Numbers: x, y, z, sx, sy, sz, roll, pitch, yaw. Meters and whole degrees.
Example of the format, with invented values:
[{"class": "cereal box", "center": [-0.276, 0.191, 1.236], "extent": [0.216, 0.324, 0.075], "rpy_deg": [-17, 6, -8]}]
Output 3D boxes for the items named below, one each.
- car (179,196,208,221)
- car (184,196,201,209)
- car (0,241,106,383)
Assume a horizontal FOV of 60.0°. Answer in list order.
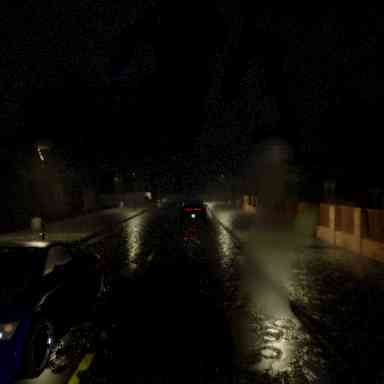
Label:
[{"class": "car", "center": [0.085, 1.313, 24.695], "extent": [1.837, 1.490, 4.892], "rpy_deg": [0, 1, 0]}, {"class": "car", "center": [0.075, 1.213, 41.599], "extent": [2.033, 1.411, 5.357], "rpy_deg": [0, 1, 0]}, {"class": "car", "center": [-2.800, 1.525, 5.312], "extent": [1.994, 1.385, 4.181], "rpy_deg": [0, 0, 0]}]
